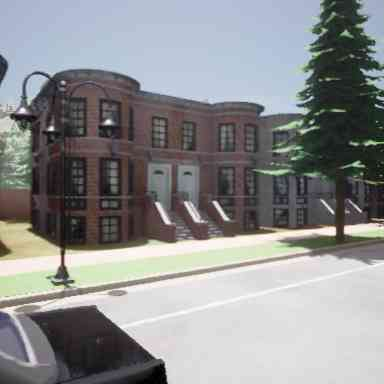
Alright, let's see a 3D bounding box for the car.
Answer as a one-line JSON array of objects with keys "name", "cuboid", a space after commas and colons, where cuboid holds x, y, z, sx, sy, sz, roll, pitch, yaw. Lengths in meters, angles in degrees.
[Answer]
[{"name": "car", "cuboid": [-2.609, 1.596, 2.151, 4.718, 1.301, 1.895, 0, 0, -35]}]
